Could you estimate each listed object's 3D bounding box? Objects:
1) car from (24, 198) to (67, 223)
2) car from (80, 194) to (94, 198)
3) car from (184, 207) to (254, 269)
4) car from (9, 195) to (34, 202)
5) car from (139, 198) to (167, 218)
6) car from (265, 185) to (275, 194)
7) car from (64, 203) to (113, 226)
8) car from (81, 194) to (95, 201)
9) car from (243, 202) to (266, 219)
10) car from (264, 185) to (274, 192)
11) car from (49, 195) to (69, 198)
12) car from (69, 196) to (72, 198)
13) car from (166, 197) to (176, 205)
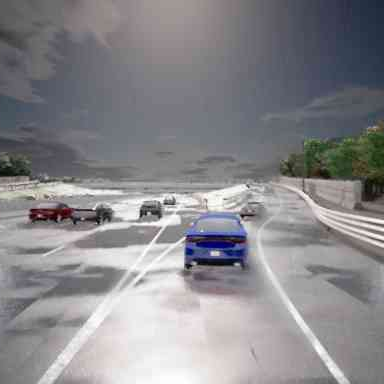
[{"bbox_3d":[-10.437,1.473,25.238,1.882,1.535,5.008,0,0,0],"label":"car"},{"bbox_3d":[-21.356,1.365,66.850,2.033,1.411,5.357,0,0,-1],"label":"car"},{"bbox_3d":[0.918,1.477,11.252,1.882,1.535,5.008,0,0,7],"label":"car"},{"bbox_3d":[-24.744,1.307,48.640,2.097,1.767,4.553,0,0,0],"label":"car"},{"bbox_3d":[-3.554,1.502,29.872,1.837,1.490,4.892,0,0,0],"label":"car"},{"bbox_3d":[17.608,-0.320,74.787,1.837,1.490,4.892,0,3,11],"label":"car"},{"bbox_3d":[-6.932,1.488,23.547,2.128,1.511,4.902,0,0,0],"label":"car"},{"bbox_3d":[-25.034,1.245,80.273,1.837,1.490,4.892,0,0,-1],"label":"car"},{"bbox_3d":[5.618,1.636,30.254,2.033,1.411,5.357,0,1,18],"label":"car"},{"bbox_3d":[19.568,-0.978,84.675,2.128,1.511,4.902,0,3,10],"label":"car"},{"bbox_3d":[-21.253,1.430,51.255,2.128,1.511,4.902,0,0,0],"label":"car"},{"bbox_3d":[-24.829,1.367,64.435,2.128,1.511,4.902,0,0,-1],"label":"car"},{"bbox_3d":[-3.744,1.471,56.370,1.994,1.385,4.181,0,0,-1],"label":"car"}]
